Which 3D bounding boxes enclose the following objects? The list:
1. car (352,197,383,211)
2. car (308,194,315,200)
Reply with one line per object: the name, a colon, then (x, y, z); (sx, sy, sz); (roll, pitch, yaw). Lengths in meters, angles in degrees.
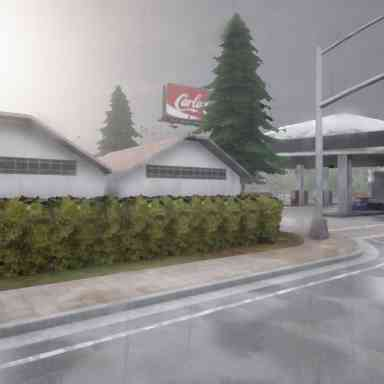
car: (20.814, 1.477, 39.371); (4.611, 1.667, 2.242); (0, 0, -36)
car: (31.815, 1.324, 88.879); (2.152, 1.636, 5.027); (0, 0, -36)
